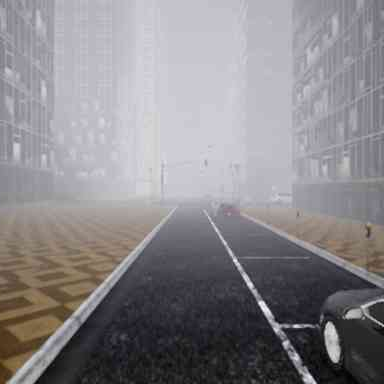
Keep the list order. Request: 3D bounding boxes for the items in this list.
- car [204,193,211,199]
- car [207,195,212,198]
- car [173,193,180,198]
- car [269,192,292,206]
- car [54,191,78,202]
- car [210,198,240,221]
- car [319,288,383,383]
[{"bbox_3d":[3.879,0.973,81.712,1.947,1.339,4.313,0,0,0],"label":"car"},{"bbox_3d":[2.568,1.299,30.780,1.752,1.417,4.829,0,0,0],"label":"car"},{"bbox_3d":[-4.081,0.946,87.195,1.802,1.307,4.206,0,0,0],"label":"car"},{"bbox_3d":[14.651,1.030,50.653,5.566,2.045,2.150,1,0,-3],"label":"car"},{"bbox_3d":[-19.217,0.582,49.038,4.553,1.767,2.097,1,0,-3],"label":"car"},{"bbox_3d":[2.568,1.361,25.058,1.887,1.381,4.507,0,0,0],"label":"car"},{"bbox_3d":[2.565,1.530,2.854,2.008,1.369,4.403,0,0,0],"label":"car"}]
